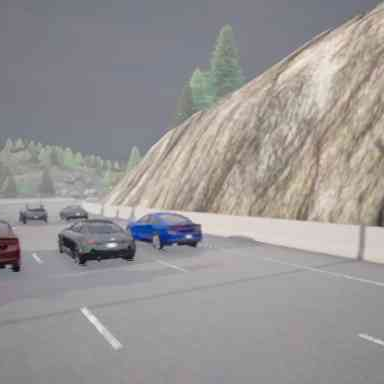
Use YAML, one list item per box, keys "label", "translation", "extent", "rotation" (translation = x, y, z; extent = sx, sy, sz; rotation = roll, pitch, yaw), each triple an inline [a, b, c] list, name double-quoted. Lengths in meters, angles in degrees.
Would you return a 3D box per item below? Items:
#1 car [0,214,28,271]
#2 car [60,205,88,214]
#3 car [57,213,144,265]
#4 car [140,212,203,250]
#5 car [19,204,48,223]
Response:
- label: "car"
  translation: [-6.723, 1.583, 10.715]
  extent: [1.882, 1.535, 5.008]
  rotation: [1, -1, -33]
- label: "car"
  translation: [-10.931, 1.905, 30.766]
  extent: [1.994, 1.385, 4.181]
  rotation: [1, -1, -30]
- label: "car"
  translation: [-3.663, 1.706, 12.423]
  extent: [1.994, 1.385, 4.181]
  rotation: [1, -1, -33]
- label: "car"
  translation: [-1.456, 1.670, 15.472]
  extent: [1.882, 1.535, 5.008]
  rotation: [1, -1, -33]
- label: "car"
  translation: [-13.253, 1.783, 27.794]
  extent: [2.128, 1.511, 4.902]
  rotation: [1, -1, -30]
